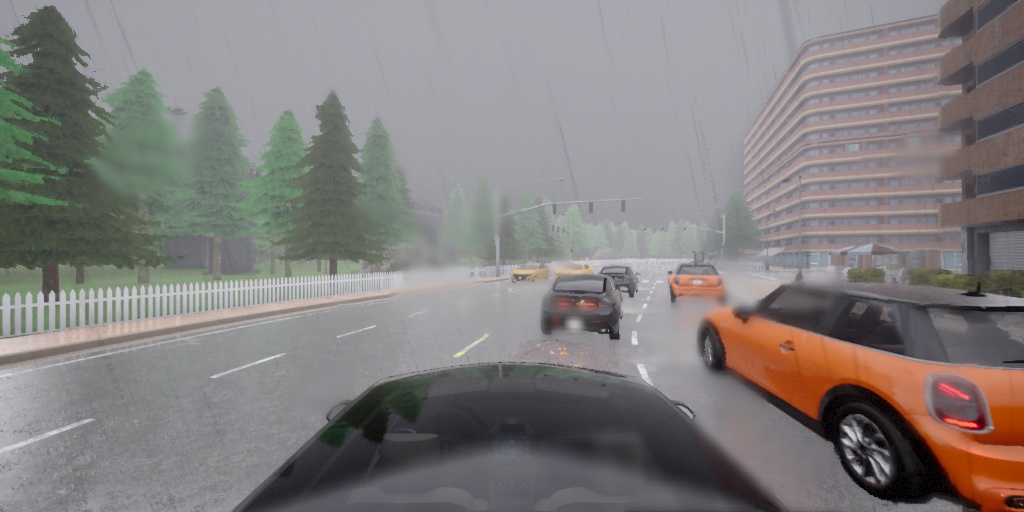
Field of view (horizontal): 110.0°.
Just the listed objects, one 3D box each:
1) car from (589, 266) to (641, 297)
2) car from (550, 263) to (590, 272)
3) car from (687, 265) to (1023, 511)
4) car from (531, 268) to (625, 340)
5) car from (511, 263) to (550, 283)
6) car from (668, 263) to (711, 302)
[{"bbox_3d":[5.577,1.255,18.918,1.837,1.490,4.892,0,0,23],"label":"car"},{"bbox_3d":[4.574,1.229,25.808,1.882,1.535,5.008,0,0,24],"label":"car"},{"bbox_3d":[4.164,1.102,4.477,2.097,1.767,4.553,0,0,7],"label":"car"},{"bbox_3d":[2.129,1.255,10.132,1.837,1.490,4.892,0,0,18],"label":"car"},{"bbox_3d":[1.562,1.273,27.645,1.882,1.535,5.008,0,0,24],"label":"car"},{"bbox_3d":[8.408,1.101,16.586,2.097,1.767,4.553,0,0,22],"label":"car"}]
